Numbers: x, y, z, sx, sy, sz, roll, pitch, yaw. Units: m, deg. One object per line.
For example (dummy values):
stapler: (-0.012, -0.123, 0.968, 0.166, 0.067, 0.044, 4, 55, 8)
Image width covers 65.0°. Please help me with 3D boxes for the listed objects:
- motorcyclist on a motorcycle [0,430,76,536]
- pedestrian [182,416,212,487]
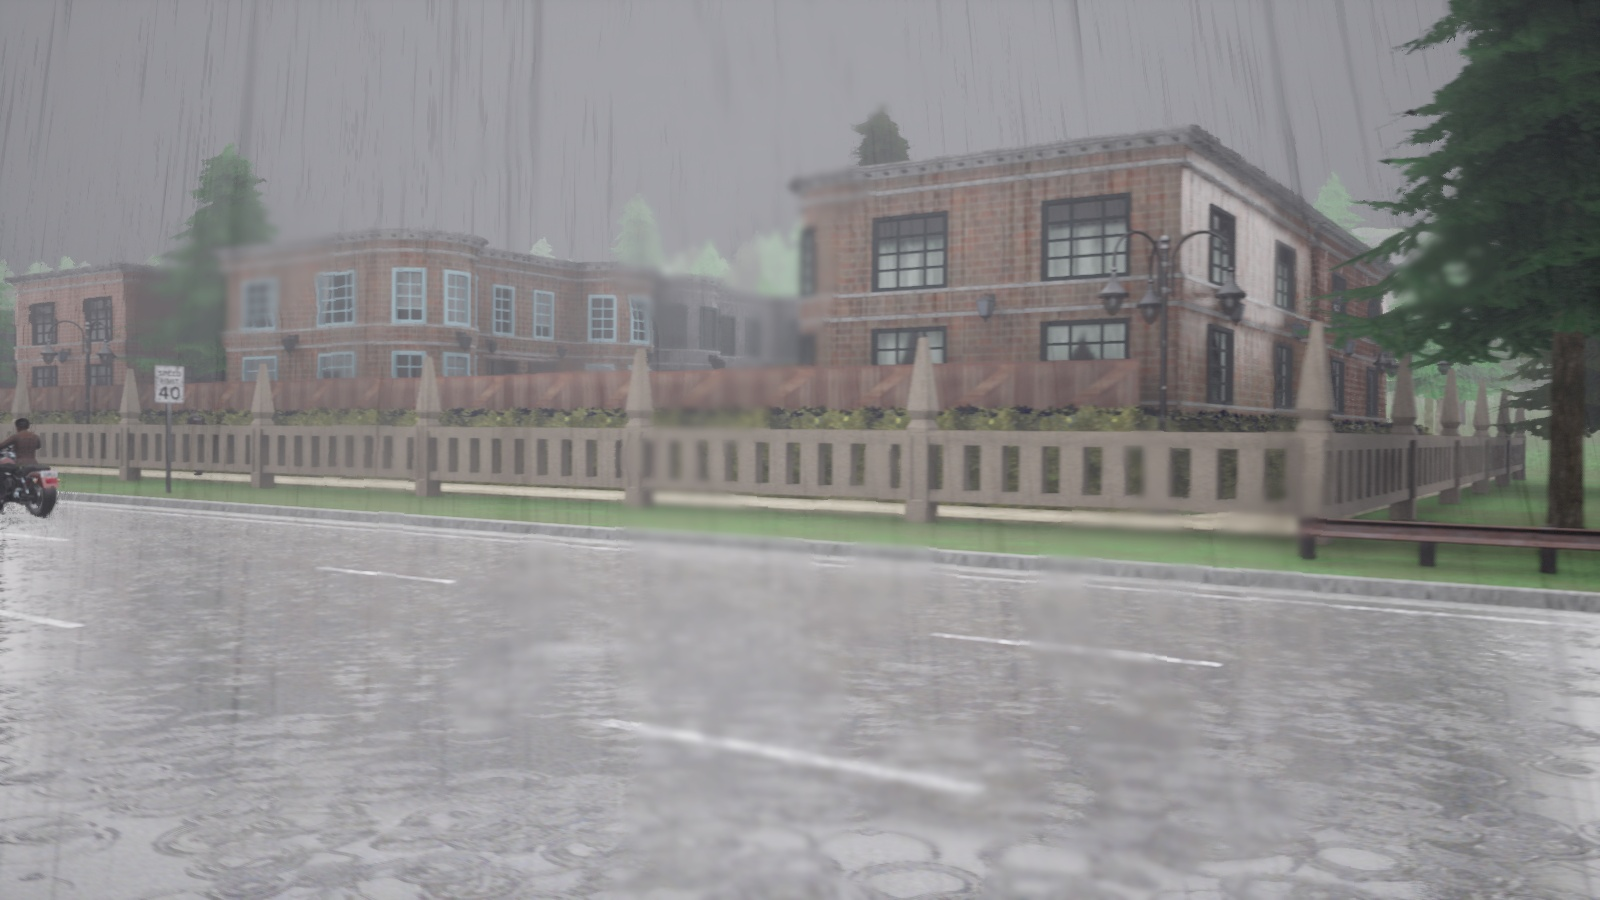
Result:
motorcyclist on a motorcycle: (-12.882, 0.517, 20.584, 2.350, 1.649, 0.766, 0, 1, 34)
pedestrian: (-15.801, 0.034, 32.899, 0.720, 1.854, 0.376, 0, 1, 34)
